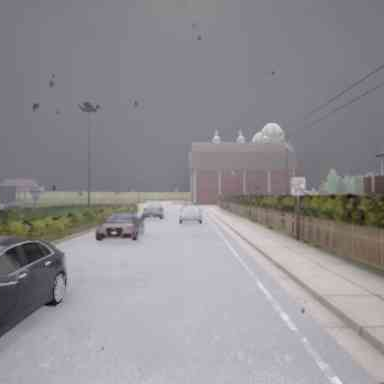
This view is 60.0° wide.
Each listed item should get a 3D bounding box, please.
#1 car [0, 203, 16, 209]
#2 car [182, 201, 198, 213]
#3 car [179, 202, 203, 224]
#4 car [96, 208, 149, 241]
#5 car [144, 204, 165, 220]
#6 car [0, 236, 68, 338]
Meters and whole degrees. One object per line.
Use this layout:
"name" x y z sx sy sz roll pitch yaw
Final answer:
"car" -21.036 1.976 37.082 2.033 1.411 5.357 0 -1 3
"car" -0.220 2.012 46.288 2.128 1.511 4.902 0 -1 0
"car" -0.081 1.842 28.080 1.812 1.442 4.674 0 -1 1
"car" -3.678 1.766 17.698 1.994 1.385 4.181 0 -1 0
"car" -3.687 1.892 32.439 1.812 1.442 4.674 0 -1 0
"car" -3.621 1.571 5.462 1.837 1.490 4.892 0 -1 0
